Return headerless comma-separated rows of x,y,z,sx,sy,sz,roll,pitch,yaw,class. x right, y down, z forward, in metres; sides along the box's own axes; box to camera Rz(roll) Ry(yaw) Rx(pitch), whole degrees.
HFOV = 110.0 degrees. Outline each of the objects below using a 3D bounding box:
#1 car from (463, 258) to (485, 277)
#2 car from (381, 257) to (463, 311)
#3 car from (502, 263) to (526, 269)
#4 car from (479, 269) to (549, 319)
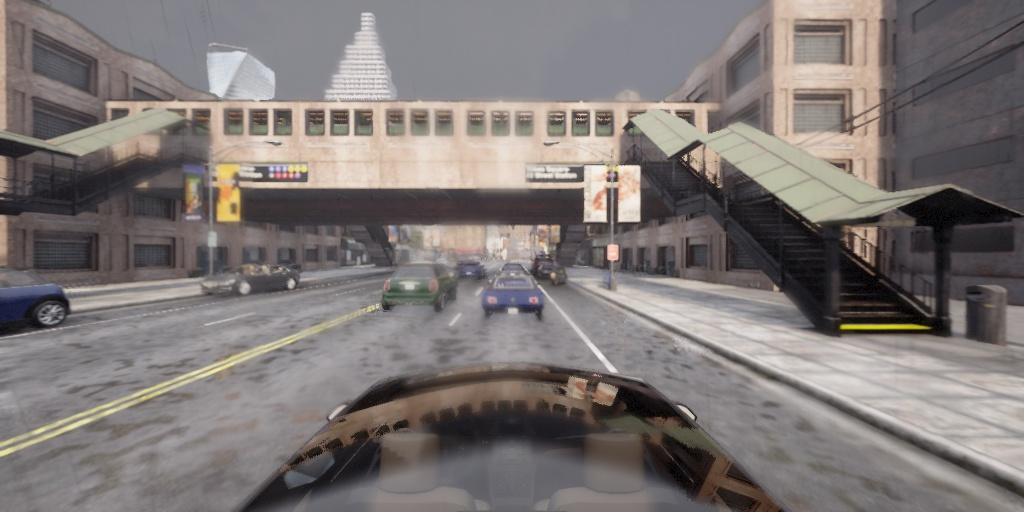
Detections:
-3.349,1.170,30.543,1.812,1.442,4.674,0,0,1,car
-3.433,1.055,14.213,2.097,1.767,4.553,0,0,0,car
0.078,1.209,25.825,2.033,1.411,5.357,0,0,1,car
0.057,1.311,12.631,1.895,1.301,4.718,0,0,0,car
